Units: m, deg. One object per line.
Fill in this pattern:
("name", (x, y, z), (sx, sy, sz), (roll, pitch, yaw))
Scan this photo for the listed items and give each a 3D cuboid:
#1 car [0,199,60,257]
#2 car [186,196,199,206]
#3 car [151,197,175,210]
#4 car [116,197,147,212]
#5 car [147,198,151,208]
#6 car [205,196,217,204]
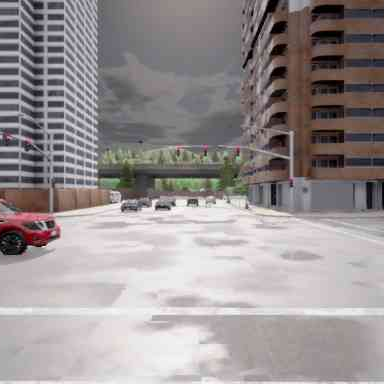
("car", (-7.975, 1.224, 12.552), (5.566, 2.045, 2.150), (0, 0, 0))
("car", (0.110, 1.505, 55.093), (1.837, 1.490, 4.892), (0, 0, 0))
("car", (-3.590, 1.547, 42.289), (2.033, 1.411, 5.357), (0, 0, 0))
("car", (-7.091, 1.547, 39.420), (2.033, 1.411, 5.357), (0, 0, 0))
("car", (-7.078, 1.547, 49.773), (2.033, 1.411, 5.357), (0, 0, 0))
("car", (3.514, 1.526, 63.150), (1.812, 1.442, 4.674), (0, 0, 0))
